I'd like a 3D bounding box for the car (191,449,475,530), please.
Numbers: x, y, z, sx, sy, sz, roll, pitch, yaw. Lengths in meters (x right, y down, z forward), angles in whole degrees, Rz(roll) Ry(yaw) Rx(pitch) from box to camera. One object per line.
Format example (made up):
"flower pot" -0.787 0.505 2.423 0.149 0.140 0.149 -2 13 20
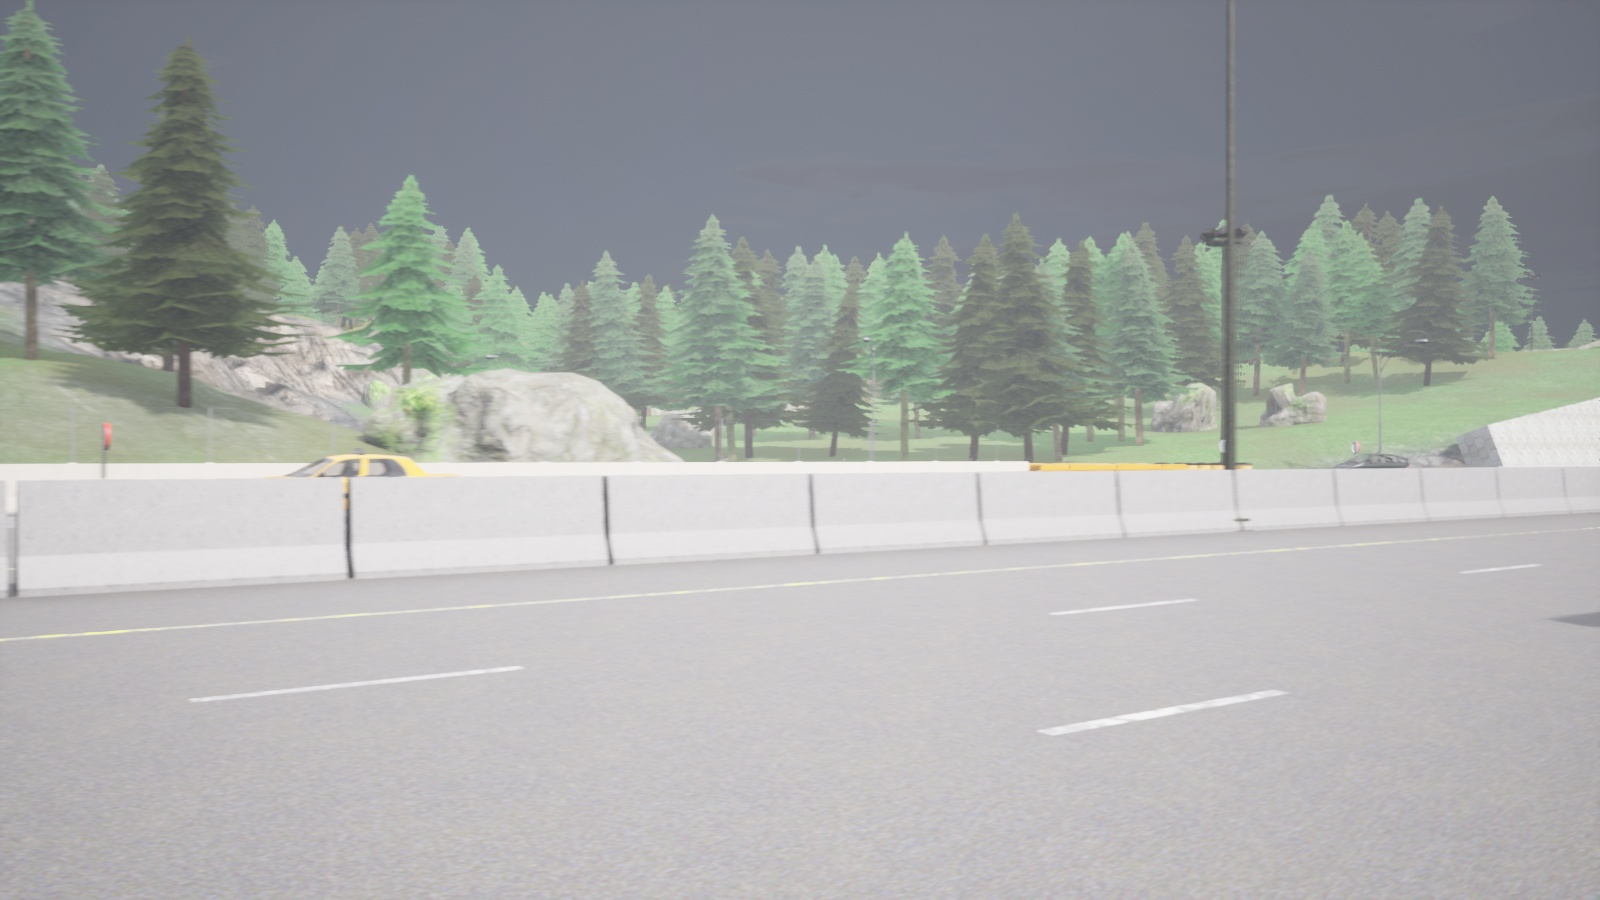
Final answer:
"car" -9.828 0.773 26.669 5.366 1.575 1.801 0 0 -35

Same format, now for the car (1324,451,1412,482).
"car" 28.861 0.836 63.865 3.705 1.549 1.789 0 0 -12
